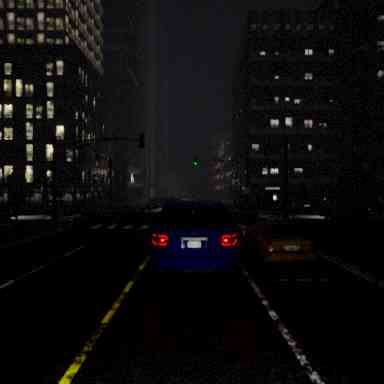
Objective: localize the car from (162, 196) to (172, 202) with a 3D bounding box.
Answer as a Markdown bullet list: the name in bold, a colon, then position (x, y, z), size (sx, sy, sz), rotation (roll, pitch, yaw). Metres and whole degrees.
- **car**: position (-5.818, 1.672, 77.672), size (1.802, 1.307, 4.206), rotation (-1, 0, 0)

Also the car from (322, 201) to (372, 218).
- **car**: position (14.834, 1.711, 32.045), size (4.181, 1.385, 1.994), rotation (0, 1, 1)

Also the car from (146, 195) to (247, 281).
- **car**: position (0.080, 1.235, 9.981), size (2.150, 2.045, 5.566), rotation (0, 0, 1)

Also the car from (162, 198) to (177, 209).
- **car**: position (-3.162, 1.617, 47.529), size (1.994, 1.385, 4.181), rotation (0, 0, 0)

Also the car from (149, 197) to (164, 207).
- **car**: position (-5.784, 1.628, 55.054), size (1.947, 1.339, 4.313), rotation (-1, 0, 0)

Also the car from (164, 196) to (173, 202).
- **car**: position (-5.827, 1.641, 83.327), size (1.887, 1.381, 4.507), rotation (-1, 0, 0)

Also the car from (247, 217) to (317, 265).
- **car**: position (2.790, 1.538, 11.628), size (1.752, 1.417, 4.829), rotation (-1, 0, 0)

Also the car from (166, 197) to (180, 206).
- **car**: position (-3.147, 1.612, 56.903), size (2.033, 1.411, 5.357), rotation (0, 0, 0)

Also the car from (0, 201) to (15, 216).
- **car**: position (-17.859, 1.483, 29.244), size (4.181, 1.385, 1.994), rotation (0, 1, 1)

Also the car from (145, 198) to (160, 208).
- **car**: position (-5.776, 1.580, 49.230), size (1.752, 1.417, 4.829), rotation (-1, 0, 0)

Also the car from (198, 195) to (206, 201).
- **car**: position (2.543, 1.544, 88.995), size (1.967, 1.590, 4.097), rotation (-1, 0, 0)

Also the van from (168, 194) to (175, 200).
- **van**: position (-5.847, 1.452, 94.637), size (1.690, 1.788, 3.998), rotation (-1, 0, 0)

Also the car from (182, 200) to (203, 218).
- **car**: position (0.052, 1.560, 31.659), size (1.812, 1.442, 4.674), rotation (0, 0, 0)

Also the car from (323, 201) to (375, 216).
- **car**: position (16.263, 1.670, 34.611), size (4.403, 1.369, 2.008), rotation (0, 0, 1)

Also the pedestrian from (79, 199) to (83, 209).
- **pedestrian**: position (-12.605, 1.351, 37.913), size (0.500, 1.100, 0.500), rotation (0, 0, 1)

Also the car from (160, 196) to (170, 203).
- **car**: position (-5.810, 1.627, 72.017), size (1.887, 1.381, 4.507), rotation (-1, 0, 0)

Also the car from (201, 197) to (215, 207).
- **car**: position (2.595, 1.613, 55.067), size (2.008, 1.369, 4.403), rotation (-1, 0, 0)

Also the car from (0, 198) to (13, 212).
- **car**: position (-21.713, 1.323, 35.052), size (4.829, 1.417, 1.752), rotation (0, 0, 1)
